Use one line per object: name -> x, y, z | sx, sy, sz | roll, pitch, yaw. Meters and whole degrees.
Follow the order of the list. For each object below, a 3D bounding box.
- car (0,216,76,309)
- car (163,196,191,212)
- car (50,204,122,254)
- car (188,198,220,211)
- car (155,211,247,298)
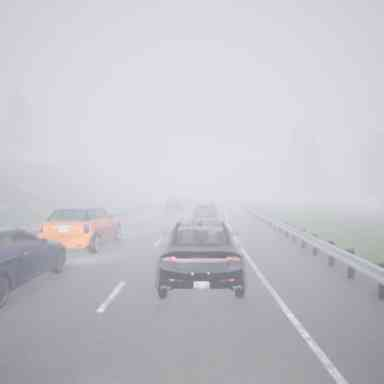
car -> -4.508, 1.521, 7.624 | 1.812, 1.442, 4.674 | 0, 0, 1
car -> -1.717, 1.256, 36.169 | 2.097, 1.767, 4.553 | 0, 0, 6
car -> -4.344, 1.328, 13.576 | 2.097, 1.767, 4.553 | 0, 0, 2
car -> 1.115, 1.413, 25.970 | 2.128, 1.511, 4.902 | 0, 0, 4
car -> 0.215, 1.466, 8.456 | 2.128, 1.511, 4.902 | 0, 0, 1
